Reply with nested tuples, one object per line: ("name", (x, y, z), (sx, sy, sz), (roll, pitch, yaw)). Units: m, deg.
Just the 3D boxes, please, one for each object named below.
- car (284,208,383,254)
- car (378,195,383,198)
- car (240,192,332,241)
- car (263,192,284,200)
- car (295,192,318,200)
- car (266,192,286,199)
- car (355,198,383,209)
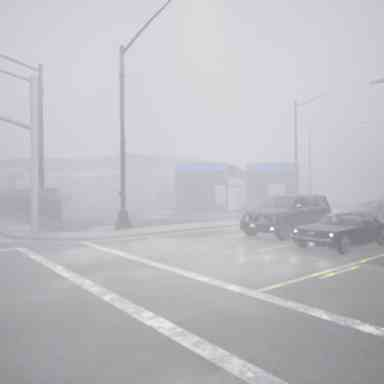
("car", (6.029, 1.522, 13.173), (4.718, 1.301, 1.895), (-1, 0, -37))
("car", (18.763, 1.097, 32.037), (2.097, 1.767, 4.553), (0, 0, 27))
("car", (4.887, 1.138, 16.734), (5.566, 2.045, 2.150), (-1, 0, -38))
("car", (19.802, 0.902, 81.122), (2.097, 1.767, 4.553), (-1, 0, -38))
("car", (26.740, 0.858, 77.891), (2.097, 1.767, 4.553), (-1, 0, -38))
("car", (21.415, 0.874, 84.747), (2.097, 1.767, 4.553), (-1, 0, -38))
("car", (12.721, 1.374, 23.501), (2.033, 1.411, 5.357), (0, 0, 43))
